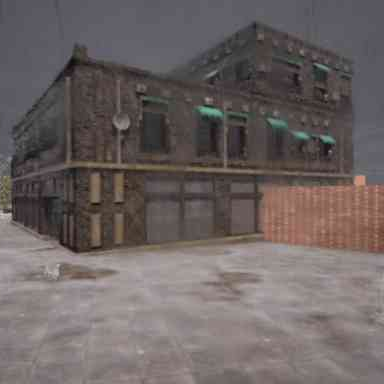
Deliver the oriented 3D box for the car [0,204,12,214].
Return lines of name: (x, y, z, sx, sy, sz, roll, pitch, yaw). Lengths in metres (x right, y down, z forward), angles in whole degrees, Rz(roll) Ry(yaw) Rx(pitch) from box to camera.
car: (-29.448, 2.777, 54.995, 4.553, 1.767, 2.185, 0, -3, 26)

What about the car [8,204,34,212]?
car: (-36.275, 3.374, 70.503, 5.366, 1.575, 1.946, 0, -2, 26)
